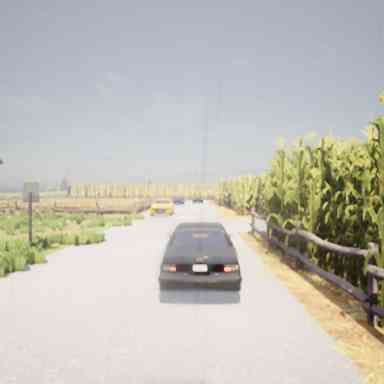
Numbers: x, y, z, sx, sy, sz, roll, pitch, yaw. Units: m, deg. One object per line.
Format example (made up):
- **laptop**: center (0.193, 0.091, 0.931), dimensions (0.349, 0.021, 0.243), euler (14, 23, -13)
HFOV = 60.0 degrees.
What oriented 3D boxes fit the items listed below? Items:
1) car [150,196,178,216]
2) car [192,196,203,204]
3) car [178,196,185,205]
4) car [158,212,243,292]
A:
- **car**: center (-2.663, 1.354, 30.768), dimensions (1.882, 1.535, 5.008), euler (0, 0, 1)
- **car**: center (1.052, 1.361, 59.352), dimensions (1.895, 1.301, 4.718), euler (0, 0, 1)
- **car**: center (-2.178, 1.327, 54.650), dimensions (2.033, 1.411, 5.357), euler (0, 0, 2)
- **car**: center (0.217, 1.511, 8.970), dimensions (2.033, 1.411, 5.357), euler (0, 0, 1)
